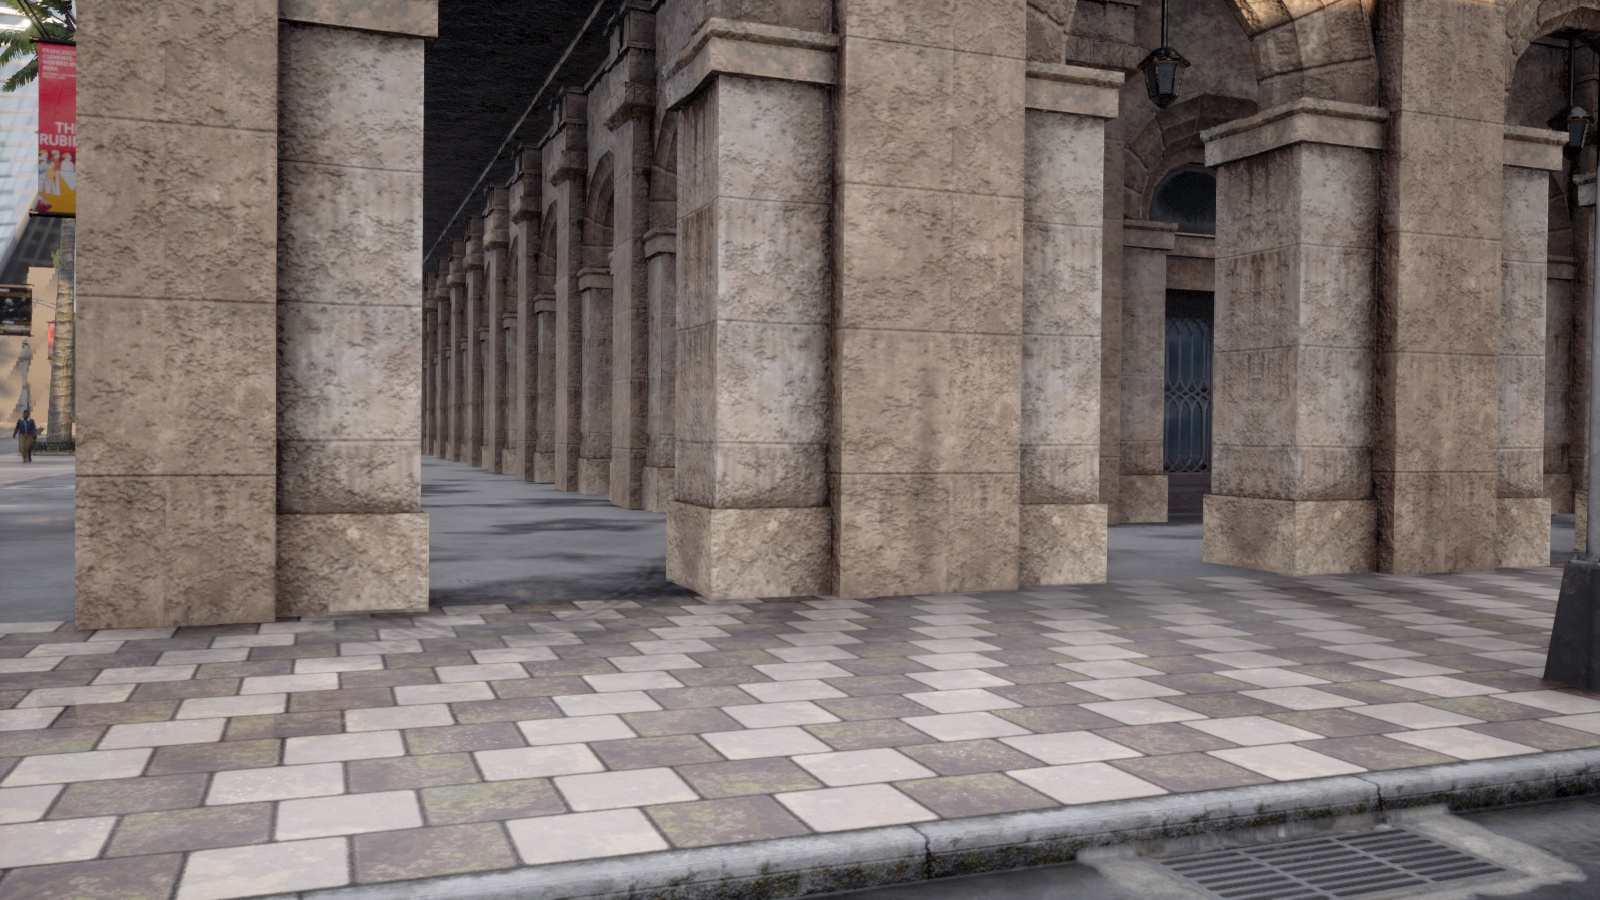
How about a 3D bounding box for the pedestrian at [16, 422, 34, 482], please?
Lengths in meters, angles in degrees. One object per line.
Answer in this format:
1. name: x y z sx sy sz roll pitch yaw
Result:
1. pedestrian: -25.508 0.058 41.352 0.423 1.949 0.788 -1 1 -28
